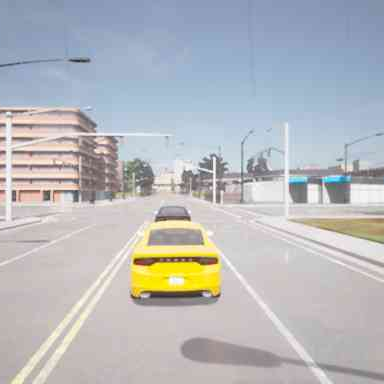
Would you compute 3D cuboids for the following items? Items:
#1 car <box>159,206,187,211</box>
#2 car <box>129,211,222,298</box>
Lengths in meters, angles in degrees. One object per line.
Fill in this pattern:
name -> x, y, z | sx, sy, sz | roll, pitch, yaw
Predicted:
car -> -1.037, 1.470, 18.115 | 1.882, 1.535, 5.008 | 0, 0, -4
car -> -0.421, 1.474, 8.554 | 1.882, 1.535, 5.008 | 0, 0, -3
